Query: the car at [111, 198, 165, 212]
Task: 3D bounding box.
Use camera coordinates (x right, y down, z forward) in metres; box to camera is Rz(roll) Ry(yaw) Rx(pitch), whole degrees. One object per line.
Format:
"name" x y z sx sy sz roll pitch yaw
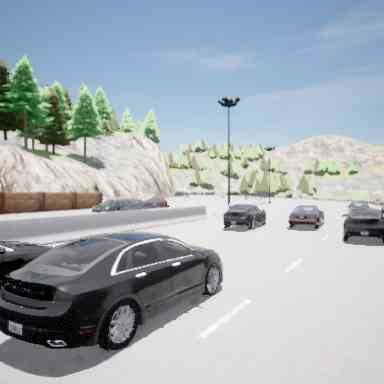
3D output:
"car" -4.649 1.602 29.475 1.837 1.490 4.892 0 0 26

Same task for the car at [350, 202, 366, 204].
"car" 15.534 1.641 31.070 2.033 1.411 5.357 0 0 22

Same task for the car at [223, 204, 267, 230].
"car" 3.597 1.575 22.046 1.837 1.490 4.892 0 0 27

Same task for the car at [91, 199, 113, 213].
"car" -7.477 1.458 31.670 2.097 1.767 4.553 0 0 25

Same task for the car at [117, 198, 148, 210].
"car" -8.349 1.633 47.053 1.882 1.535 5.008 0 -1 22

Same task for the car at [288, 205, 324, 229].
"car" 7.834 1.617 22.627 2.033 1.411 5.357 0 0 26

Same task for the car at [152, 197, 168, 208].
"car" -5.022 1.502 45.962 2.097 1.767 4.553 0 0 21

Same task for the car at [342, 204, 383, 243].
"car" 8.656 1.554 16.615 1.837 1.490 4.892 0 0 28

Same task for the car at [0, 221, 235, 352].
"car" -1.063 1.526 6.413 1.837 1.490 4.892 0 0 31
